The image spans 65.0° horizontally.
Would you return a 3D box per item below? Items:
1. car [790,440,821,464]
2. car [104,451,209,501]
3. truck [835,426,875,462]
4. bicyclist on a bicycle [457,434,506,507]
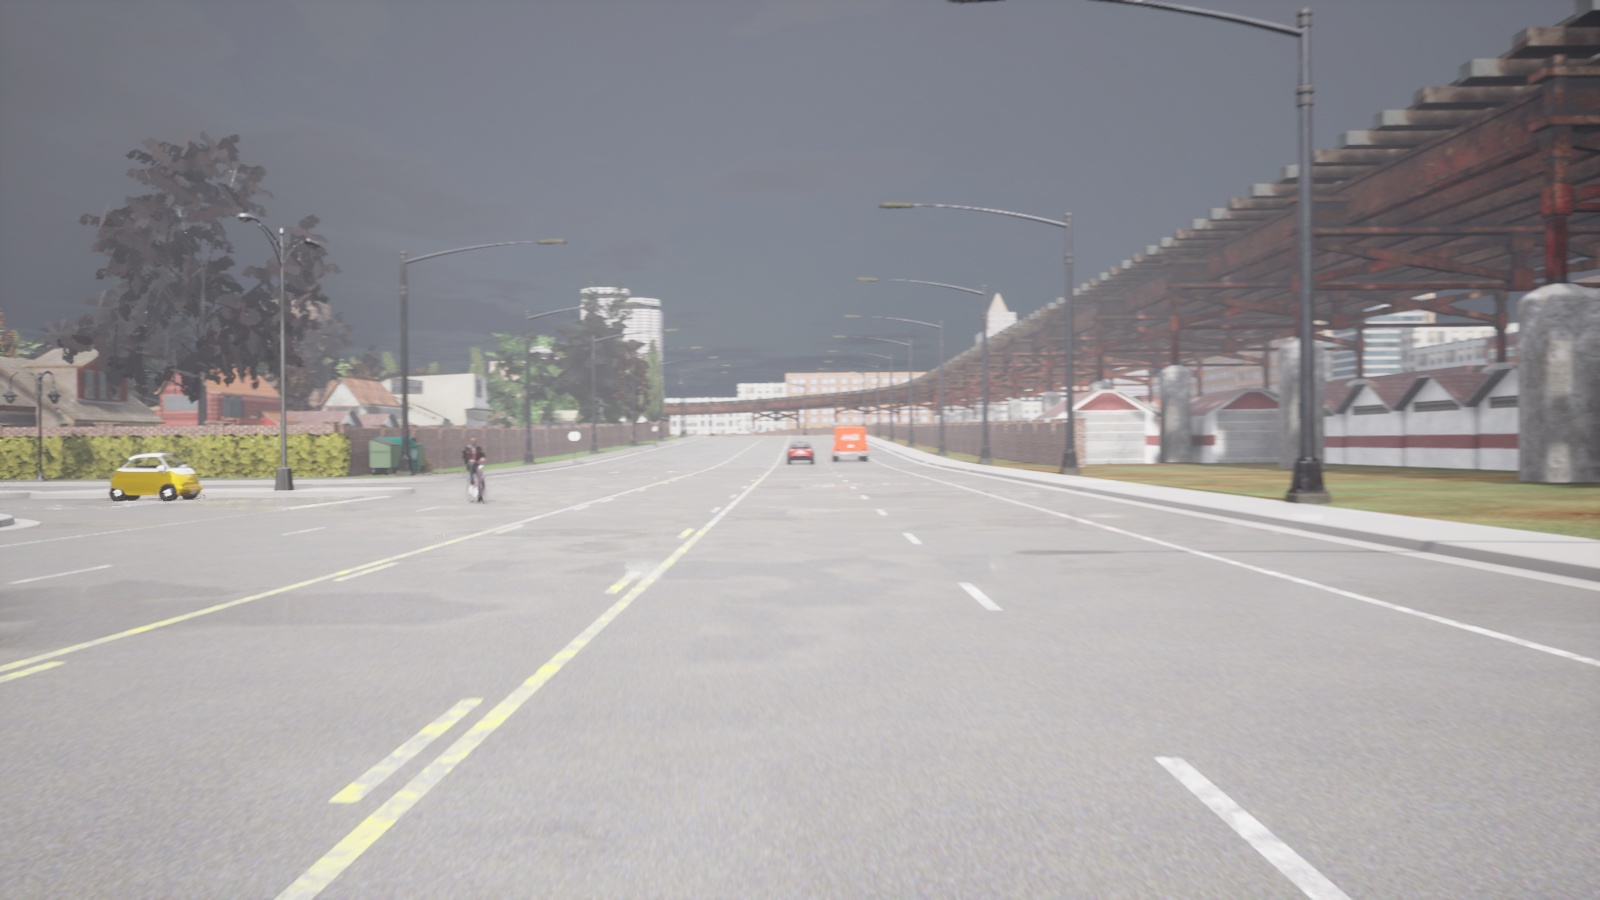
[{"bbox_3d":[0.349,0.132,84.058,2.007,1.525,4.514,0,1,0],"label":"car"},{"bbox_3d":[-18.249,0.730,35.691,2.207,1.376,1.481,0,0,0],"label":"car"},{"bbox_3d":[3.873,-0.441,89.949,2.627,2.467,5.204,0,1,0],"label":"truck"},{"bbox_3d":[-8.076,0.498,31.776,0.659,1.776,1.843,-3,1,-29],"label":"bicyclist on a bicycle"}]
